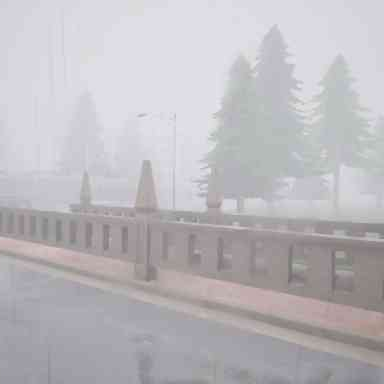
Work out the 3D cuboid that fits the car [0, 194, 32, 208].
[{"bbox_3d":[-17.653,0.979,31.219,1.837,1.490,4.892,1,1,38],"label":"car"}]
